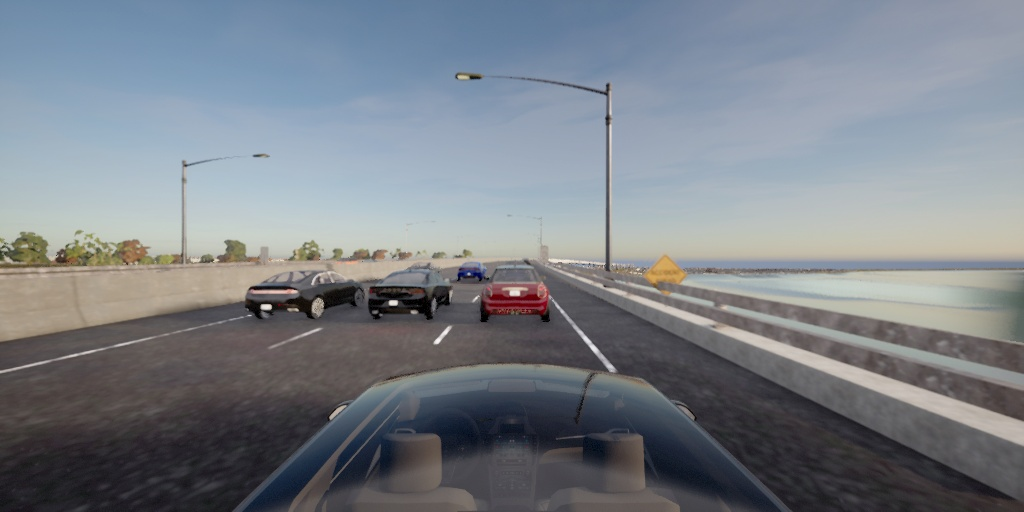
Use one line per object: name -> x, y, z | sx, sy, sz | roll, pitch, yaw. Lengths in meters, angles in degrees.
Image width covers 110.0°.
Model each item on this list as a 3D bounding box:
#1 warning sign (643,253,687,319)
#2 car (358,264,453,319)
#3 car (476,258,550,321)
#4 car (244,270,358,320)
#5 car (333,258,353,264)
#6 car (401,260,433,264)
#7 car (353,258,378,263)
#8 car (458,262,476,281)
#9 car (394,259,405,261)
warning sign -> 4.577, 0.854, 10.673 | 1.300, 1.860, 1.060 | 0, 0, 0
car -> -3.383, 1.212, 12.797 | 1.882, 1.535, 5.008 | 0, 0, 1
car -> 0.113, 1.086, 12.462 | 2.097, 1.767, 4.553 | 0, 0, 1
car -> -6.887, 1.224, 12.519 | 2.128, 1.511, 4.902 | 0, 0, 1
car -> -23.824, 1.061, 51.315 | 2.097, 1.767, 4.553 | 0, 0, 2
car -> -6.713, 1.212, 27.796 | 2.128, 1.511, 4.902 | 0, 0, 1
car -> -20.335, 1.235, 51.069 | 1.812, 1.442, 4.674 | 0, 0, 2
car -> -3.181, 1.196, 29.332 | 1.882, 1.535, 5.008 | 0, 0, 1
car -> -16.766, 1.200, 53.037 | 2.128, 1.511, 4.902 | 0, 0, 2
